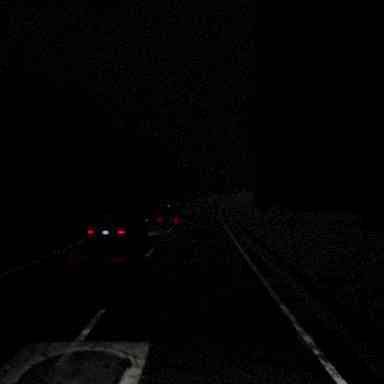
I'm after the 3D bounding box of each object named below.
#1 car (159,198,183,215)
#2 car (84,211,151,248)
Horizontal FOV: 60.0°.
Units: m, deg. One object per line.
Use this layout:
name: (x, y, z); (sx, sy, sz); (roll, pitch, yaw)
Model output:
car: (-2.124, 1.432, 34.899); (2.097, 1.767, 4.553); (0, 0, 4)
car: (-3.151, 1.581, 14.983); (2.033, 1.411, 5.357); (0, 0, 2)
